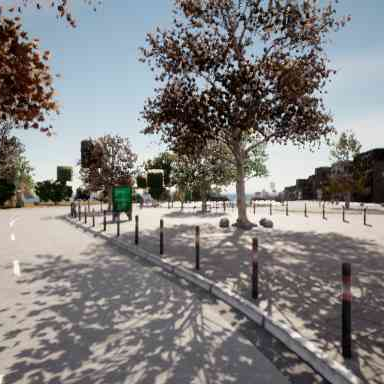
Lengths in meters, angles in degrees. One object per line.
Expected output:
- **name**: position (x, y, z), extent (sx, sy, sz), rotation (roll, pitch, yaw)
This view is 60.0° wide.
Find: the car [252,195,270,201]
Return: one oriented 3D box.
- **car**: position (19.488, 1.797, 92.960), extent (4.553, 1.767, 2.185), rotation (0, -1, 8)
